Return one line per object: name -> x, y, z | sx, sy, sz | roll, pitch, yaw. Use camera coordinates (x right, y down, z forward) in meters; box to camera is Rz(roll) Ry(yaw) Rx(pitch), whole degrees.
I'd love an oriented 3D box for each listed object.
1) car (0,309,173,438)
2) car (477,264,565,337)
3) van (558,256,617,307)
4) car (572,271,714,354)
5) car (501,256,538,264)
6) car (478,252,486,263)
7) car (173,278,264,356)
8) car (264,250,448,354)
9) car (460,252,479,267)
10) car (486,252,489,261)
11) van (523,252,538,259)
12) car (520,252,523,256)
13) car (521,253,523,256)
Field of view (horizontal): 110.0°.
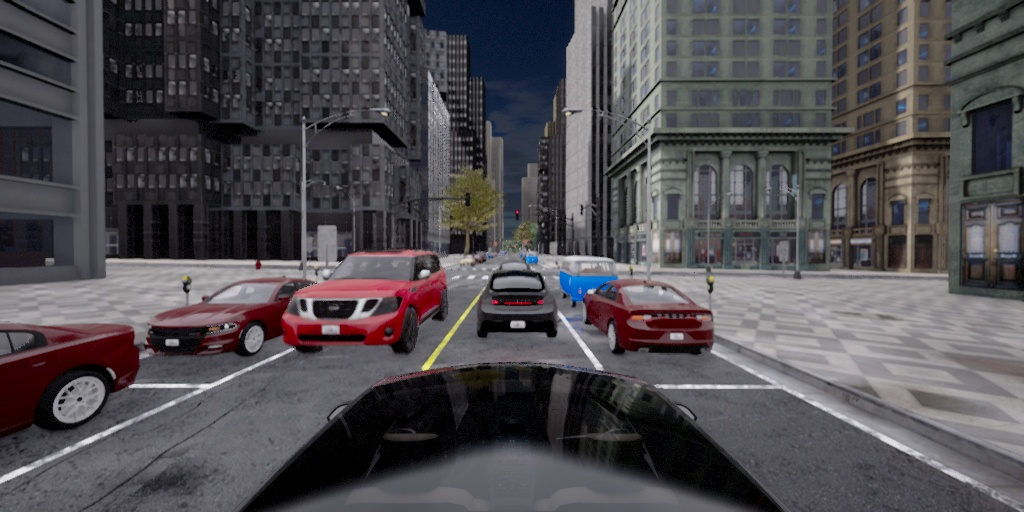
car -> -5.776, 1.277, 2.815 | 1.888, 1.381, 4.507 | 0, 0, 0
car -> 0.119, 1.128, 9.767 | 1.837, 1.490, 4.892 | 0, 1, 0
van -> 2.803, 0.900, 13.827 | 1.690, 1.789, 3.998 | 0, 0, 0
car -> 2.790, 1.191, 8.303 | 1.888, 1.381, 4.507 | 0, 0, 0
car -> 0.134, 0.958, 18.942 | 1.882, 1.535, 5.008 | 0, 1, 0
car -> -5.640, 0.447, 57.007 | 1.888, 1.381, 4.507 | 0, 0, 0
car -> -5.765, 1.190, 8.340 | 1.888, 1.381, 4.507 | 0, 0, 0
car -> -3.024, 0.861, 8.809 | 2.150, 2.045, 5.566 | 0, 1, 1
car -> -5.670, 0.586, 46.258 | 1.751, 1.417, 4.829 | 0, 0, 0
car -> -5.628, 0.138, 62.296 | 2.192, 1.841, 5.009 | 0, 0, 0
van -> 2.874, 0.320, 51.807 | 1.690, 1.789, 3.998 | 0, 0, 0
car -> 2.897, 0.364, 62.631 | 1.888, 1.381, 4.507 | 0, 0, 0
car -> 2.886, 0.465, 57.219 | 1.948, 1.339, 4.313 | 0, 0, 0
